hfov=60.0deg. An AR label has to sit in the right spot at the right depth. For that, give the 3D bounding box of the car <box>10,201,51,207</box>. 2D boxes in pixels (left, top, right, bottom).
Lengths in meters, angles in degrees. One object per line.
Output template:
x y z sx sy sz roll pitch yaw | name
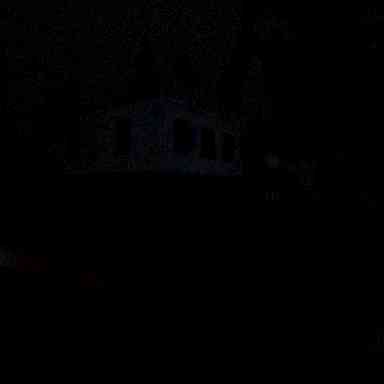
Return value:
-14.762 1.528 29.228 2.033 1.411 5.357 0 0 29 | car
